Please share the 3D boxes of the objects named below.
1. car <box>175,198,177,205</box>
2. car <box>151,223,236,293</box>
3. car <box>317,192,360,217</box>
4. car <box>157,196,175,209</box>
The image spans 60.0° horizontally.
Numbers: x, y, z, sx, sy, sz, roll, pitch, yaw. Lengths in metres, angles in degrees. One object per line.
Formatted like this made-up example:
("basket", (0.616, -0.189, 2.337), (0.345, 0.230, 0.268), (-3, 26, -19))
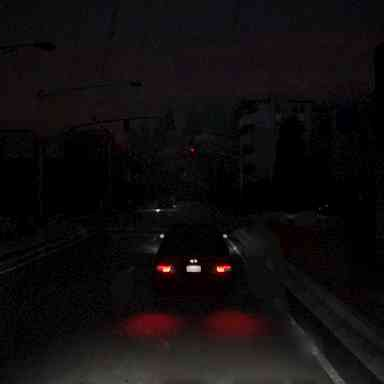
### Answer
("car", (-3.691, 1.477, 57.475), (1.882, 1.535, 5.008), (0, 0, 0))
("car", (0.040, 1.547, 9.000), (2.033, 1.411, 5.357), (0, 0, 0))
("car", (13.739, 1.045, 28.529), (5.566, 2.045, 2.150), (0, 0, 0))
("car", (-3.681, 1.504, 45.605), (1.837, 1.490, 4.892), (0, 0, 0))
